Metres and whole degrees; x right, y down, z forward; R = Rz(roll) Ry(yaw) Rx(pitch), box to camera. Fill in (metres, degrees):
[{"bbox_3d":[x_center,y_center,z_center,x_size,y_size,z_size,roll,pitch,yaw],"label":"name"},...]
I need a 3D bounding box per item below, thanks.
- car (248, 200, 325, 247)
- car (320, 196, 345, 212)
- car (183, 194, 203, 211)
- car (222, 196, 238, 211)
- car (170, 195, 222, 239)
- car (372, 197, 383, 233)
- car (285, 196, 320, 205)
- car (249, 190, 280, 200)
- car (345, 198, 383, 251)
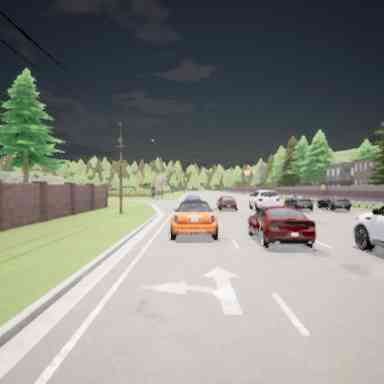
[{"bbox_3d":[3.601,1.316,14.114,1.882,1.535,5.008,0,1,0],"label":"car"},{"bbox_3d":[14.102,1.112,33.351,2.128,1.511,4.902,0,1,0],"label":"car"},{"bbox_3d":[0.103,1.075,35.117,1.882,1.535,5.008,0,1,0],"label":"car"},{"bbox_3d":[3.603,1.129,34.689,1.812,1.442,4.674,0,1,0],"label":"car"},{"bbox_3d":[0.101,1.167,16.172,2.097,1.767,4.553,0,1,0],"label":"car"},{"bbox_3d":[10.602,1.176,15.384,2.097,1.767,4.553,0,1,0],"label":"car"},{"bbox_3d":[10.602,1.112,33.356,2.128,1.511,4.902,0,1,0],"label":"car"},{"bbox_3d":[7.104,0.845,33.043,2.150,2.045,5.566,0,1,0],"label":"car"},{"bbox_3d":[7.101,1.106,10.095,2.150,2.045,5.566,0,1,0],"label":"car"}]
